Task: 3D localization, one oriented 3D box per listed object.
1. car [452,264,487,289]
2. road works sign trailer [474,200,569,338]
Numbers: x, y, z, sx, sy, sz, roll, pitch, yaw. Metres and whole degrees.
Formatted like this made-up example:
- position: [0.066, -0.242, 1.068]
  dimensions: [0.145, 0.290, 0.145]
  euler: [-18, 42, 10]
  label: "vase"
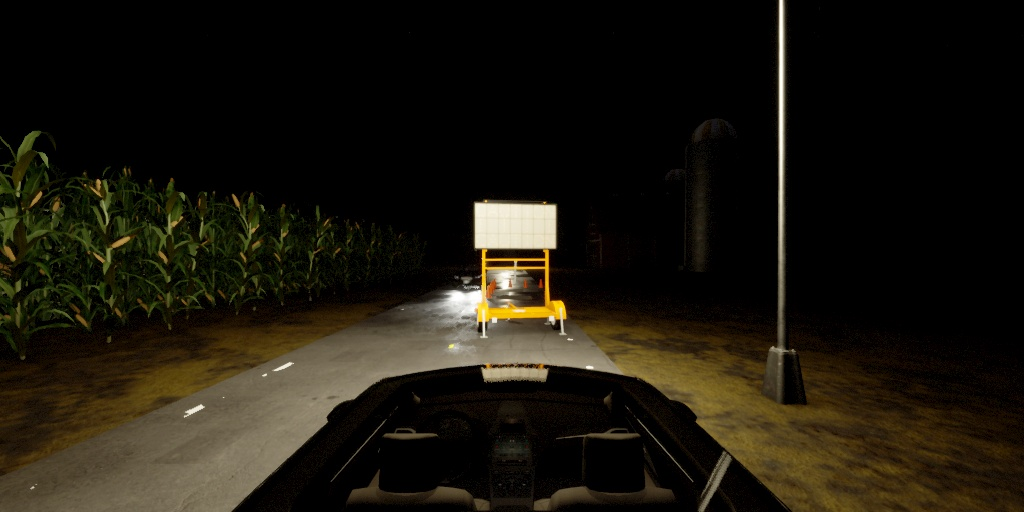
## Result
- position: [-2.698, 1.280, 23.664]
  dimensions: [2.128, 1.511, 4.902]
  euler: [0, 0, 0]
  label: "car"
- position: [0.079, 0.219, 10.310]
  dimensions: [2.380, 3.560, 2.880]
  euler: [0, 0, -9]
  label: "road works sign trailer"
